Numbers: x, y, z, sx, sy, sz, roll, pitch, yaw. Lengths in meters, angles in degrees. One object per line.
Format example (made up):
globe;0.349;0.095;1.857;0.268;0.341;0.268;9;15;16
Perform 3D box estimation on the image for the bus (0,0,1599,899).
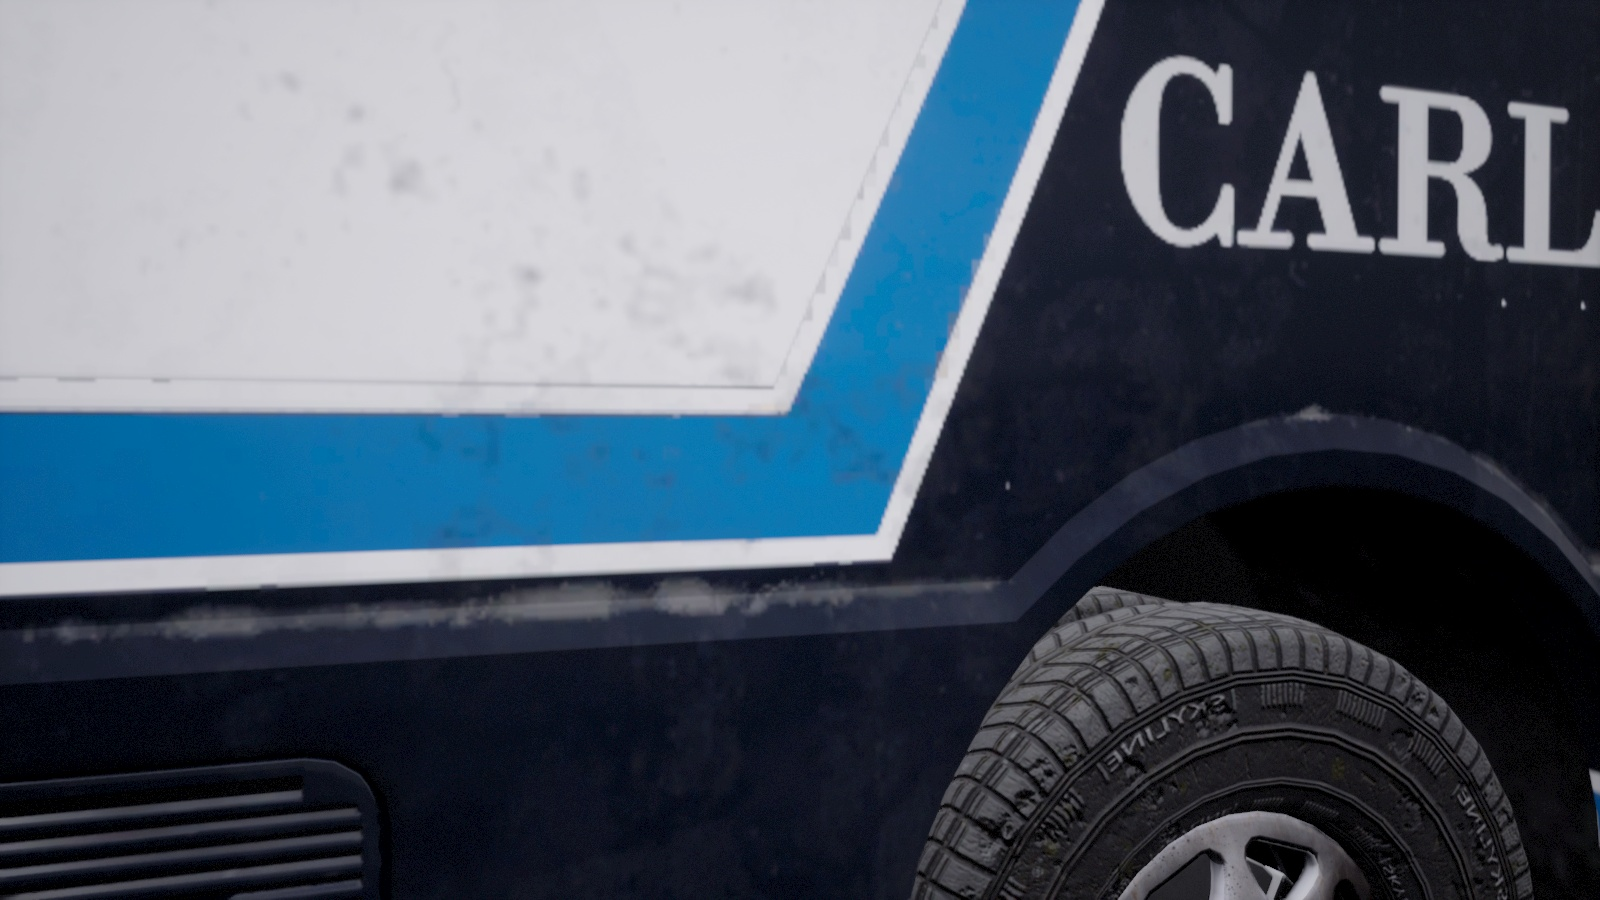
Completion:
bus;-2.248;-0.593;2.369;10.273;4.253;3.944;-2;1;-21
